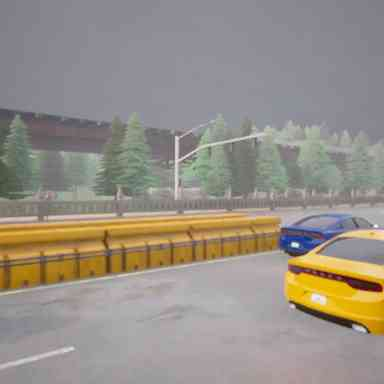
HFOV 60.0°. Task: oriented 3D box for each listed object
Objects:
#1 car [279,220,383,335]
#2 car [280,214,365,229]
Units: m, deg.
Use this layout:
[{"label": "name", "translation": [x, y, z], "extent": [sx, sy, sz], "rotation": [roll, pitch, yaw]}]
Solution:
[{"label": "car", "translation": [3.973, 1.493, 6.578], "extent": [5.008, 1.535, 1.882], "rotation": [0, 0, -35]}, {"label": "car", "translation": [5.226, 1.503, 11.776], "extent": [5.008, 1.535, 1.882], "rotation": [0, 0, -35]}]
